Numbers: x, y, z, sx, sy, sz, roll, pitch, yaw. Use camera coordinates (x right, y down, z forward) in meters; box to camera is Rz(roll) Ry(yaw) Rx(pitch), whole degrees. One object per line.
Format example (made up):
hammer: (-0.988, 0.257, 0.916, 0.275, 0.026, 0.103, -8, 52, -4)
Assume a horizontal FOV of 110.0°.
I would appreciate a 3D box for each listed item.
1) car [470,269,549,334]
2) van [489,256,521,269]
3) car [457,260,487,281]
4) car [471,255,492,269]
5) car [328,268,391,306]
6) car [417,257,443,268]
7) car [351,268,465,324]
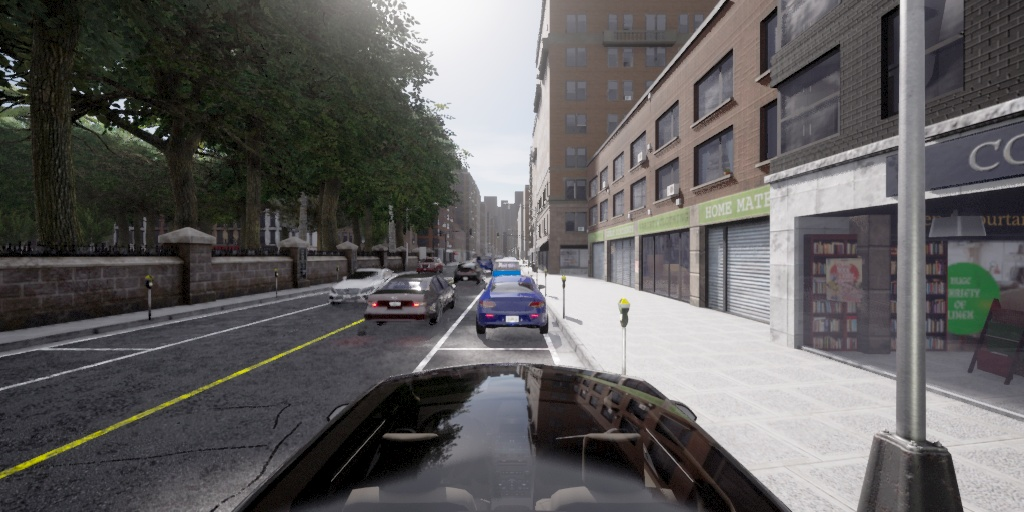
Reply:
car: (0.008, 1.274, 10.498, 1.812, 1.442, 4.674, 0, 0, 0)
van: (-0.279, 1.083, 21.847, 1.690, 1.789, 3.998, 0, 0, 0)
car: (-3.134, 1.244, 26.524, 1.837, 1.490, 4.892, 0, 0, 0)
car: (-3.026, 0.944, 41.186, 2.150, 2.045, 5.566, 0, 0, 0)
car: (-6.238, 1.271, 15.860, 1.812, 1.442, 4.674, 0, 0, 0)
car: (-8.796, 1.041, 38.793, 2.192, 1.841, 5.009, 0, 0, 0)
car: (-3.040, 1.295, 11.835, 2.033, 1.411, 5.357, 0, 0, 0)
